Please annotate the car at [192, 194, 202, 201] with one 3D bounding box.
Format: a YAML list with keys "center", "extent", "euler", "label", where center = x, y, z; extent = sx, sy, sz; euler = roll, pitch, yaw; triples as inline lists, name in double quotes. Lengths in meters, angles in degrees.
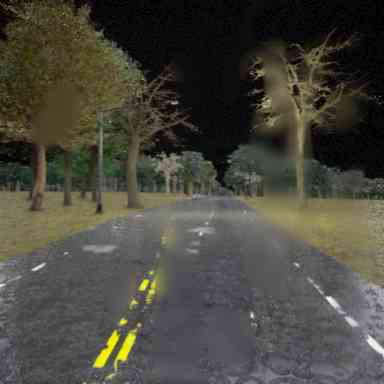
- center: [1.260, 1.162, 79.225]
  extent: [2.097, 1.767, 4.553]
  euler: [0, 0, 6]
  label: "car"
